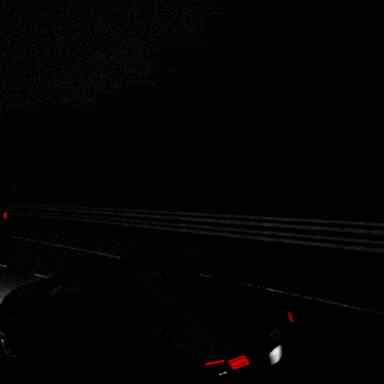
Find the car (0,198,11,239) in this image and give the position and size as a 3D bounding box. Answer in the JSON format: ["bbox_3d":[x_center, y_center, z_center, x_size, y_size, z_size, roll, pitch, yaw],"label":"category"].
[{"bbox_3d":[-10.777,1.191,15.851,5.566,2.045,2.150,1,0,37],"label":"car"}]

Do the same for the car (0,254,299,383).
[{"bbox_3d":[-0.797,1.568,4.443,4.181,1.385,1.994,0,0,36],"label":"car"}]
